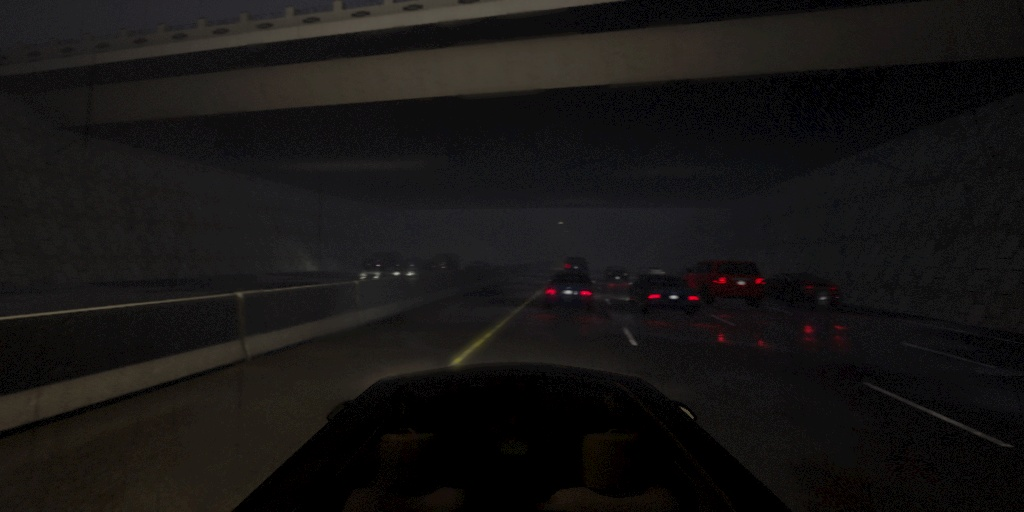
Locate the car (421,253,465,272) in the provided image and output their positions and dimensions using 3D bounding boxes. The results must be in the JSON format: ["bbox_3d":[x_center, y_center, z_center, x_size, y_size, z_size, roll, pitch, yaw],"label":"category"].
[{"bbox_3d":[-7.361,0.718,39.017,2.150,2.045,5.566,2,0,11],"label":"car"}]

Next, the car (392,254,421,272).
[{"bbox_3d":[-10.825,0.880,39.555,1.882,1.535,5.008,2,0,11],"label":"car"}]

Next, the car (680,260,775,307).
[{"bbox_3d":[10.089,1.225,17.585,2.150,2.045,5.566,2,0,11],"label":"car"}]

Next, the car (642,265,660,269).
[{"bbox_3d":[13.329,1.595,34.516,1.812,1.442,4.674,2,0,11],"label":"car"}]

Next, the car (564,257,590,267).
[{"bbox_3d":[6.097,1.094,33.879,2.150,2.045,5.566,2,0,11],"label":"car"}]

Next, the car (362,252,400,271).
[{"bbox_3d":[-14.316,0.525,39.894,2.150,2.045,5.566,2,0,11],"label":"car"}]

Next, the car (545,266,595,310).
[{"bbox_3d":[2.476,1.347,15.137,2.033,1.411,5.357,2,0,11],"label":"car"}]

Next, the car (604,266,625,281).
[{"bbox_3d":[9.406,1.565,32.623,1.895,1.301,4.718,2,0,11],"label":"car"}]

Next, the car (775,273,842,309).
[{"bbox_3d":[13.636,1.592,17.543,2.128,1.511,4.902,2,0,11],"label":"car"}]

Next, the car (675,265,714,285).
[{"bbox_3d":[16.591,1.666,32.905,1.837,1.490,4.892,2,0,11],"label":"car"}]

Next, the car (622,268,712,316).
[{"bbox_3d":[5.912,1.442,14.476,2.033,1.411,5.357,2,0,11],"label":"car"}]

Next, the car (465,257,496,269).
[{"bbox_3d":[-3.708,1.144,39.530,2.033,1.411,5.357,2,0,11],"label":"car"}]
